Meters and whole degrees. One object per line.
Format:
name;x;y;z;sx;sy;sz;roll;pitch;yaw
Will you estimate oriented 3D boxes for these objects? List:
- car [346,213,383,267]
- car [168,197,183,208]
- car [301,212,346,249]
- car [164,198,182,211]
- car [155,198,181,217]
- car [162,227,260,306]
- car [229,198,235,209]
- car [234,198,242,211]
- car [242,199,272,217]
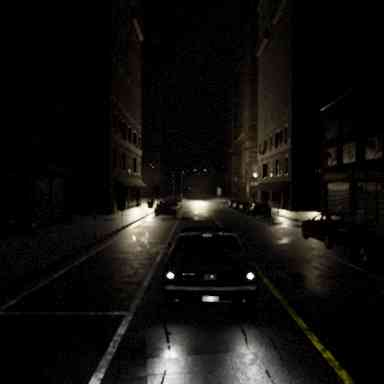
car;6.116;1.432;8.868;1.967;1.590;4.097;-1;0;0
car;-2.329;1.508;47.422;1.887;1.381;4.507;-1;0;0
car;6.129;1.531;14.373;1.887;1.381;4.507;-1;0;0
car;-2.340;1.517;41.916;2.008;1.369;4.403;-1;0;0
car;-2.364;1.412;30.906;1.967;1.590;4.097;-1;0;0
car;0.369;1.592;8.135;1.895;1.301;4.718;0;0;1
car;6.185;1.513;41.899;1.887;1.381;4.507;-1;0;0
car;6.174;1.515;36.394;1.887;1.381;4.507;-1;0;0
car;6.163;1.540;30.889;1.947;1.339;4.313;-1;0;0
